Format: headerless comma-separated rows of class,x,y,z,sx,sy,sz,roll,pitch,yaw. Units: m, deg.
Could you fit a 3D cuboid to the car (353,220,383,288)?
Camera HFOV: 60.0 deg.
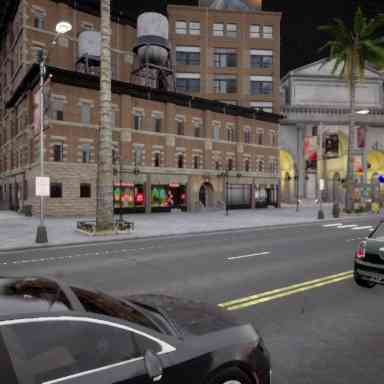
car,5.945,1.352,8.020,4.553,1.767,2.097,0,0,-35

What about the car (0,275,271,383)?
car,-1.427,1.504,2.721,4.892,1.490,1.837,0,0,-36
